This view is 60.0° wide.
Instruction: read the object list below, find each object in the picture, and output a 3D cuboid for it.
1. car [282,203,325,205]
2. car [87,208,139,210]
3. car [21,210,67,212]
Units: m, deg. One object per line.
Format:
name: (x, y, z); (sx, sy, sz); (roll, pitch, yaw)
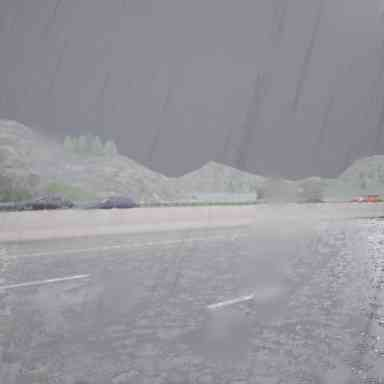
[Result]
car: (10.407, 1.253, 30.685); (4.892, 1.490, 1.837); (1, 0, -27)
car: (-6.906, 1.133, 28.755); (4.674, 1.442, 1.812); (0, 1, -32)
car: (-12.851, 1.040, 29.037); (4.902, 1.511, 2.128); (0, 1, -34)
